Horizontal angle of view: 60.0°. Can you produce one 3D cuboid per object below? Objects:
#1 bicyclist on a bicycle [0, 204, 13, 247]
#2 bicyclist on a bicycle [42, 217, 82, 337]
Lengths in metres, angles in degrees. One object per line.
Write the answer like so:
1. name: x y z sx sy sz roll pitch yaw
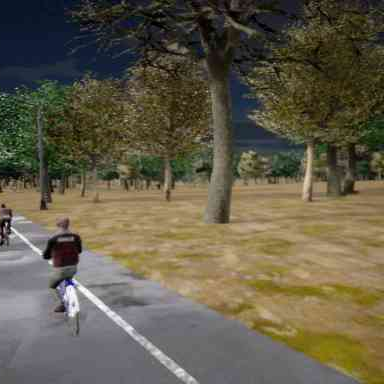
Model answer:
1. bicyclist on a bicycle: -7.314 1.289 13.046 0.582 1.620 1.656 -2 2 -34
2. bicyclist on a bicycle: -2.126 1.273 5.415 0.659 1.776 1.843 -2 2 -34
